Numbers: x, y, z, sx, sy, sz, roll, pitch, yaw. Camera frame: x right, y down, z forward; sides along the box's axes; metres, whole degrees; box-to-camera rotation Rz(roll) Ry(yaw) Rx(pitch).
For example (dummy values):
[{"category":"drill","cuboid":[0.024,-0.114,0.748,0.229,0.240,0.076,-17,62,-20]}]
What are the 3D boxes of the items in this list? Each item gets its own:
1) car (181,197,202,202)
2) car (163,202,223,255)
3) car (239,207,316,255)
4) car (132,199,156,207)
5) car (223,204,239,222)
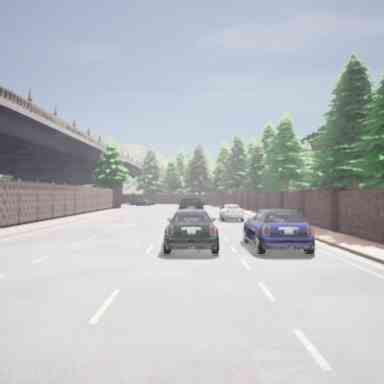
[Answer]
[{"category":"car","cuboid":[-0.061,1.486,29.017,2.150,2.045,5.566,0,0,0]},{"category":"car","cuboid":[-0.024,1.482,14.079,2.097,1.767,4.553,0,-1,0]},{"category":"car","cuboid":[3.476,1.481,14.087,2.097,1.767,4.553,0,-1,0]},{"category":"car","cuboid":[-9.707,2.167,66.850,5.357,1.411,2.033,0,-1,34]},{"category":"car","cuboid":[3.442,1.799,29.387,1.812,1.442,4.674,0,0,0]}]
